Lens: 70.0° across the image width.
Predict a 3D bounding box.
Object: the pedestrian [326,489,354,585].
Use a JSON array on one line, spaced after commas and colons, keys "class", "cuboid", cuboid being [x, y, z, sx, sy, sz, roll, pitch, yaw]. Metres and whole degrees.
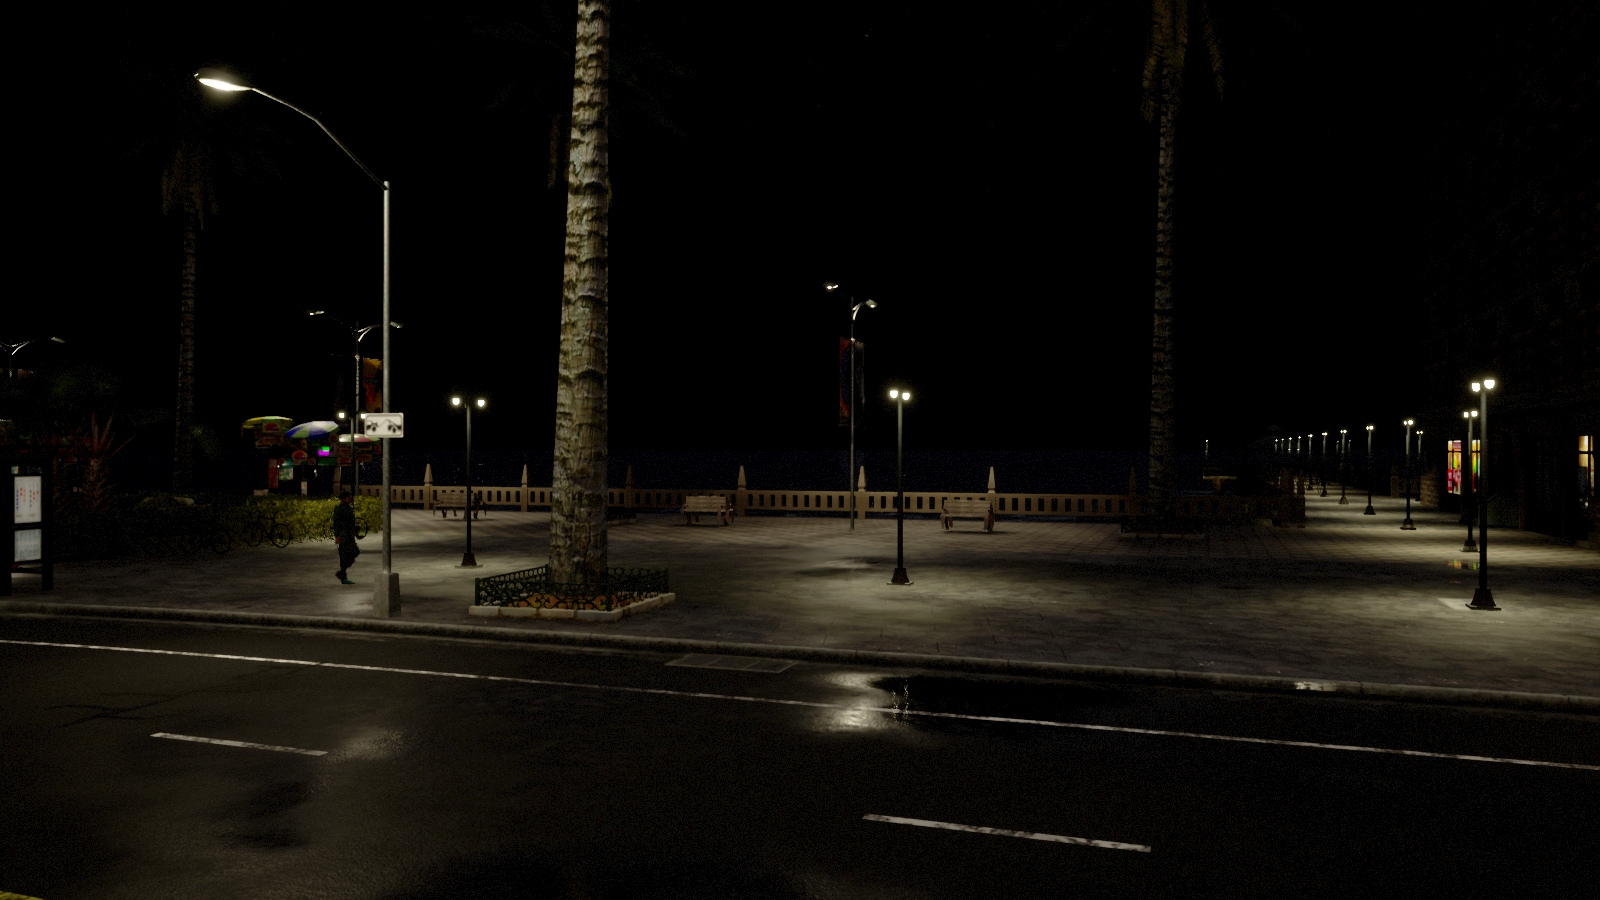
[{"class": "pedestrian", "cuboid": [-9.008, 1.698, 22.381, 0.375, 1.860, 0.375, 0, 0, 13]}]
